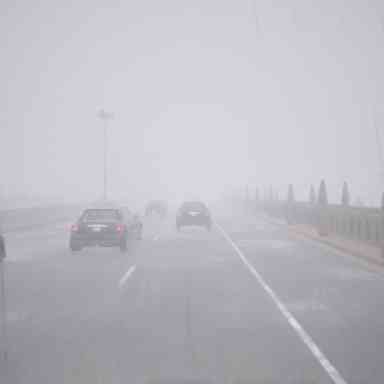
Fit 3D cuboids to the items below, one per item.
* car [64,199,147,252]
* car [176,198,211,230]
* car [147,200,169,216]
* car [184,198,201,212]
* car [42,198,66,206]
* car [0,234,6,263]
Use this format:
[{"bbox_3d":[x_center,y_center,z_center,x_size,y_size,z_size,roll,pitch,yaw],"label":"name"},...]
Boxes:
[{"bbox_3d":[-3.398,1.353,14.007,2.097,1.767,4.553,0,0,0],"label":"car"},{"bbox_3d":[0.102,1.353,21.476,2.097,1.767,4.553,0,0,0],"label":"car"},{"bbox_3d":[-3.397,1.507,32.158,1.837,1.490,4.892,0,0,0],"label":"car"},{"bbox_3d":[0.092,1.479,39.393,1.882,1.535,5.008,0,0,0],"label":"car"},{"bbox_3d":[-21.004,1.604,50.625,1.895,1.301,4.718,0,0,0],"label":"car"},{"bbox_3d":[-6.899,1.353,8.638,2.097,1.767,4.553,0,0,0],"label":"car"}]
